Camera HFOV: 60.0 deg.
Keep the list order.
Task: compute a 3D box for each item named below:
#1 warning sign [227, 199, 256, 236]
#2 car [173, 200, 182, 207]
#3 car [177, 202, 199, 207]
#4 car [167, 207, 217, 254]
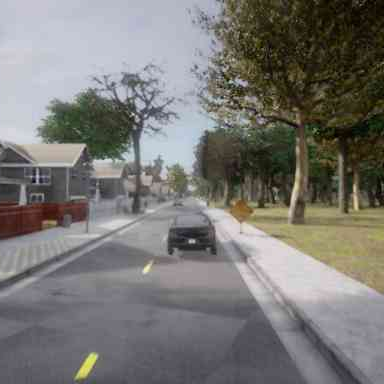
[{"bbox_3d":[2.522,1.280,17.141,1.300,1.860,1.060,0,0,0],"label":"warning sign"},{"bbox_3d":[-2.761,2.193,65.002,2.033,1.411,5.357,0,-1,0],"label":"car"},{"bbox_3d":[0.018,1.840,28.485,1.994,1.385,4.181,0,0,1],"label":"car"},{"bbox_3d":[0.026,1.614,14.268,1.882,1.535,5.008,0,0,1],"label":"car"}]
